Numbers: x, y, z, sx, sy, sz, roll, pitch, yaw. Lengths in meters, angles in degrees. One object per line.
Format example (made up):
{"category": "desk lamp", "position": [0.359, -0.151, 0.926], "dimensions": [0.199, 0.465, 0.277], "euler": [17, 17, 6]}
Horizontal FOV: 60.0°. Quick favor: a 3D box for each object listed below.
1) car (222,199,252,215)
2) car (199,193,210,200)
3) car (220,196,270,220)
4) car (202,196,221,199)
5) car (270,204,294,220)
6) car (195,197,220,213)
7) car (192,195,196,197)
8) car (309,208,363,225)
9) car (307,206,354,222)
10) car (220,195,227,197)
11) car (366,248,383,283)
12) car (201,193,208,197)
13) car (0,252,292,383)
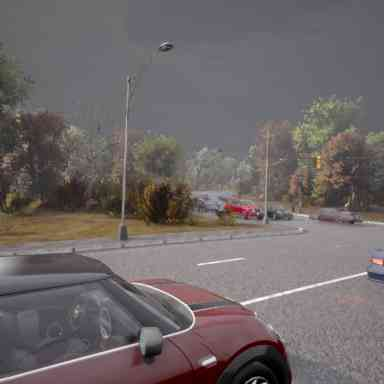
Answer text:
{"category": "car", "position": [5.939, 1.993, 44.413], "dimensions": [2.097, 1.767, 4.553], "euler": [3, 0, -19]}
{"category": "car", "position": [2.862, 1.043, 78.373], "dimensions": [2.128, 1.511, 4.902], "euler": [2, 2, -1]}
{"category": "car", "position": [5.533, 1.809, 35.657], "dimensions": [2.150, 2.045, 5.566], "euler": [3, -1, -22]}
{"category": "car", "position": [3.098, 1.939, 53.770], "dimensions": [1.994, 1.385, 4.181], "euler": [2, 1, -15]}
{"category": "car", "position": [9.034, 2.096, 36.440], "dimensions": [2.097, 1.767, 4.553], "euler": [3, -1, -23]}
{"category": "car", "position": [2.042, 1.961, 44.918], "dimensions": [1.837, 1.490, 4.892], "euler": [3, 0, -18]}
{"category": "car", "position": [-0.839, 1.372, 54.967], "dimensions": [2.150, 2.045, 5.566], "euler": [2, 2, -13]}
{"category": "car", "position": [14.366, 2.454, 33.436], "dimensions": [2.033, 1.411, 5.357], "euler": [3, -1, -26]}
{"category": "car", "position": [15.913, 2.552, 38.544], "dimensions": [2.128, 1.511, 4.902], "euler": [3, -1, -24]}
{"category": "car", "position": [6.828, 1.418, 72.112], "dimensions": [1.837, 1.490, 4.892], "euler": [2, 2, -6]}
{"category": "car", "position": [6.540, 1.662, 8.442], "dimensions": [5.357, 1.411, 2.033], "euler": [2, -1, -36]}
{"category": "car", "position": [1.001, 1.318, 63.633], "dimensions": [2.097, 1.767, 4.553], "euler": [2, 2, -10]}
{"category": "car", "position": [-1.211, 1.354, 2.883], "dimensions": [4.553, 1.767, 2.097], "euler": [0, 0, -36]}
